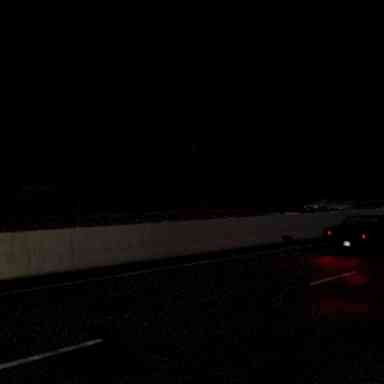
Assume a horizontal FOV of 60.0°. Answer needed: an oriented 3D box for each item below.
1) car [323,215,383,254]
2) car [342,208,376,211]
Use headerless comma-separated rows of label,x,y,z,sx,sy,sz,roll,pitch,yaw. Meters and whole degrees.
car,7.429,1.577,13.348,4.718,1.301,1.895,0,0,-35
car,14.803,1.456,27.190,4.892,1.490,1.837,0,0,-33
